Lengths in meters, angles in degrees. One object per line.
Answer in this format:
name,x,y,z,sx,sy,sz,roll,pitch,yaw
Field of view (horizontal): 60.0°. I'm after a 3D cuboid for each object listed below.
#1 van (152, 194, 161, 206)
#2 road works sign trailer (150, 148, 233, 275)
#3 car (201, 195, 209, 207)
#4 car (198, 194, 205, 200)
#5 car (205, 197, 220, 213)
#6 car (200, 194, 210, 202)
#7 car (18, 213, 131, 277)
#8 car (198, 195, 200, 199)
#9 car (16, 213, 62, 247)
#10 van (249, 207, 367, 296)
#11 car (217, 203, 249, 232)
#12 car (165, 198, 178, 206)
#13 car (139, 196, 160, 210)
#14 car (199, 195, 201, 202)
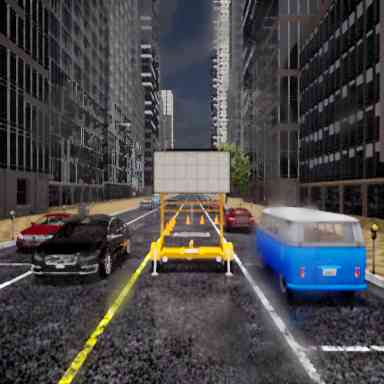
van,-5.704,1.286,53.887,1.690,1.788,3.998,0,0,0
road works sign trailer,-0.003,0.456,10.363,2.380,3.560,2.880,0,0,0
car,2.678,1.506,48.193,2.008,1.369,4.403,0,0,0
car,2.666,1.389,93.733,1.887,1.381,4.507,0,0,0
car,2.680,1.552,36.808,1.802,1.307,4.206,0,0,0
car,2.672,1.345,70.962,1.967,1.590,4.097,0,0,0
car,-3.103,1.496,10.257,1.837,1.490,4.892,0,0,0
car,2.673,1.359,65.270,1.967,1.590,4.097,0,0,0
car,-5.695,1.570,14.038,1.802,1.307,4.206,0,0,0
van,2.688,1.334,8.346,1.690,1.788,3.998,0,0,0
car,2.685,1.566,19.730,1.802,1.307,4.206,0,0,0
car,-3.107,1.550,51.647,1.895,1.301,4.718,0,0,0
car,-5.702,1.514,42.502,2.008,1.369,4.403,0,0,0
car,2.676,1.496,53.885,2.008,1.369,4.403,0,0,0
